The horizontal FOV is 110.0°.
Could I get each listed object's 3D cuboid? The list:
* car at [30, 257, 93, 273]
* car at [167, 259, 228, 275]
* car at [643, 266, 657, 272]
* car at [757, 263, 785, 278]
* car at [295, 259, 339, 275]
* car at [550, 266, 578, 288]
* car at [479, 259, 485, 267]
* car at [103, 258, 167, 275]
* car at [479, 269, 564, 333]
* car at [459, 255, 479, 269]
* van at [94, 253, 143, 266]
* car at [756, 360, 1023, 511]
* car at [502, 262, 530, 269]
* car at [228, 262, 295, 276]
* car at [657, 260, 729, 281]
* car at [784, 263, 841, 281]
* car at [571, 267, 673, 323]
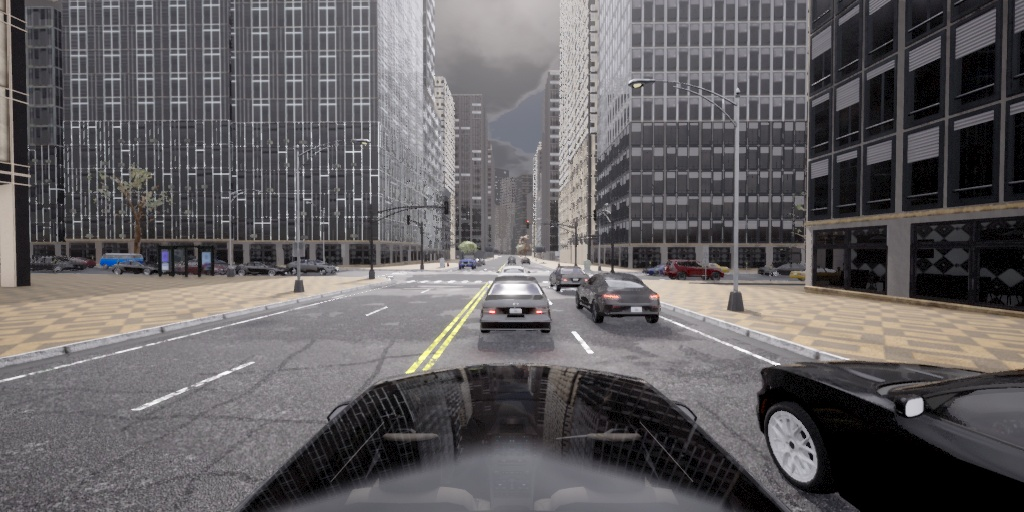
[{"bbox_3d":[-45.666,0.859,35.861,4.892,1.490,1.837,0,1,1],"label":"car"},{"bbox_3d":[-28.436,1.136,32.804,4.207,1.307,1.802,0,0,1],"label":"car"},{"bbox_3d":[16.700,1.410,37.944,5.357,1.411,2.033,0,1,1],"label":"car"},{"bbox_3d":[28.594,1.473,37.744,4.892,1.490,1.837,1,1,1],"label":"car"},{"bbox_3d":[-19.603,1.082,35.319,4.902,1.511,2.128,1,1,1],"label":"car"},{"bbox_3d":[3.339,1.286,21.347,2.033,1.411,5.357,0,0,0],"label":"car"},{"bbox_3d":[-6.606,1.189,63.814,2.128,1.511,4.902,0,0,0],"label":"car"},{"bbox_3d":[-34.117,1.068,32.973,4.313,1.339,1.948,0,0,1],"label":"car"},{"bbox_3d":[0.096,1.293,10.666,2.033,1.411,5.357,0,0,0],"label":"car"},{"bbox_3d":[-6.633,0.933,53.897,2.150,2.045,5.566,0,0,0],"label":"car"},{"bbox_3d":[-45.314,0.603,41.626,3.998,1.789,1.690,0,0,1],"label":"van"},{"bbox_3d":[3.345,1.228,1.505,1.882,1.535,5.008,0,0,0],"label":"car"},{"bbox_3d":[0.088,1.265,20.257,1.812,1.442,4.674,0,0,0],"label":"car"},{"bbox_3d":[-22.752,1.172,32.675,4.313,1.339,1.948,0,0,1],"label":"car"},{"bbox_3d":[16.173,1.267,32.174,5.009,1.841,2.192,0,0,1],"label":"car"},{"bbox_3d":[27.622,1.577,31.985,4.829,1.417,1.751,0,0,1],"label":"car"},{"bbox_3d":[3.345,1.271,11.936,1.812,1.442,4.674,0,0,0],"label":"car"}]
